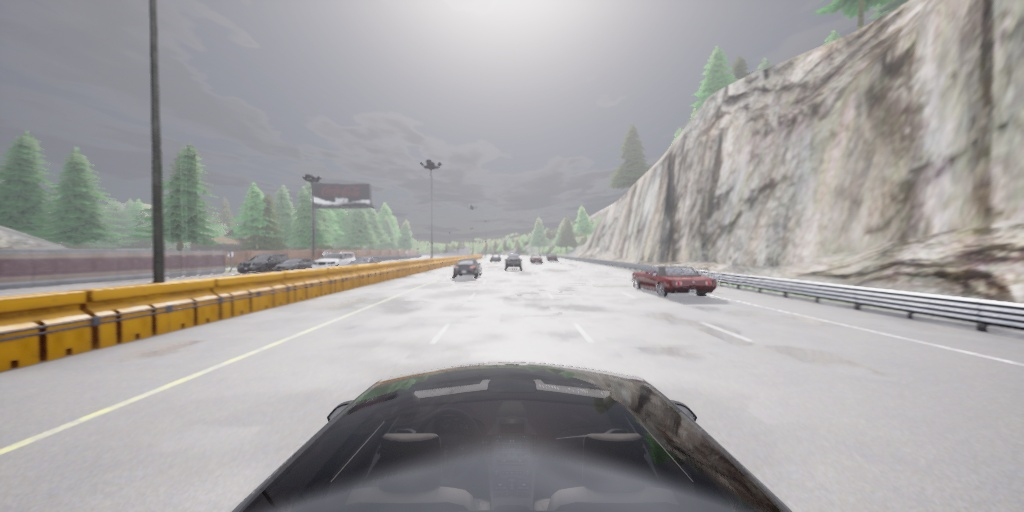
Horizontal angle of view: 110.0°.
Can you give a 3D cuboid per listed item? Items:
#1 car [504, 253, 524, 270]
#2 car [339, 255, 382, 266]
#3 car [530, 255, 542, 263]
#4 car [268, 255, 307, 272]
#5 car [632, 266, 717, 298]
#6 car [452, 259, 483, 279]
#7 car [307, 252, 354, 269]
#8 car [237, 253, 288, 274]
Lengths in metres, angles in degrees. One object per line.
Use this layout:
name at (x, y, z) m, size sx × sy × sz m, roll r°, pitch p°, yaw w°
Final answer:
car at (0.188, 0.703, 39.758) m, size 1.837 × 1.490 × 4.892 m, roll 0°, pitch 0°, yaw 1°
car at (-13.976, 0.888, 34.102) m, size 2.128 × 1.511 × 4.902 m, roll 0°, pitch 1°, yaw 1°
car at (3.835, 0.515, 57.650) m, size 1.895 × 1.301 × 4.718 m, roll 0°, pitch 1°, yaw 1°
car at (-20.960, 0.947, 34.976) m, size 1.837 × 1.490 × 4.892 m, roll 0°, pitch 0°, yaw 1°
car at (7.145, 1.082, 16.451) m, size 1.895 × 1.301 × 4.718 m, roll 0°, pitch 1°, yaw -1°
car at (-3.408, 0.927, 27.853) m, size 1.812 × 1.442 × 4.674 m, roll 0°, pitch 1°, yaw 0°
car at (-17.447, 0.629, 35.644) m, size 2.150 × 2.045 × 5.566 m, roll 0°, pitch 1°, yaw 1°
car at (-24.445, 0.782, 35.733) m, size 2.150 × 2.045 × 5.566 m, roll 0°, pitch 1°, yaw 1°
